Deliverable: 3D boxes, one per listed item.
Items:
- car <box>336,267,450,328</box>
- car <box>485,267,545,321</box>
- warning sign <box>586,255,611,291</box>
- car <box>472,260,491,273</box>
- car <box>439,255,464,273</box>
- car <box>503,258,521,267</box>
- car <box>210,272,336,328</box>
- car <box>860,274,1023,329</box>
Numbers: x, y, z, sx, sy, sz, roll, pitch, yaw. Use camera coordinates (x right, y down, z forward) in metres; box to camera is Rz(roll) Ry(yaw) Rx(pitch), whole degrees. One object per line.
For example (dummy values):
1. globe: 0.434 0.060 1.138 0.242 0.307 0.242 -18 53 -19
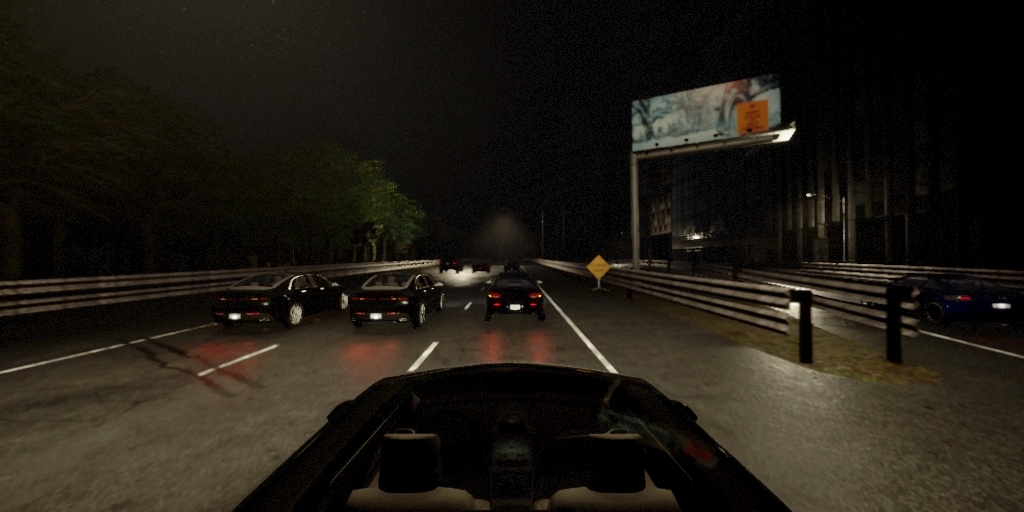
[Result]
1. car: -3.401 1.252 11.381 1.837 1.490 4.892 0 0 0
2. car: 0.084 1.273 12.401 1.812 1.442 4.674 0 0 0
3. warning sign: 4.547 0.857 18.743 1.300 1.860 1.060 0 0 0
4. car: -3.507 1.193 41.714 1.882 1.535 5.008 0 0 0
5. car: -7.006 0.937 41.743 2.150 2.045 5.566 0 0 0
6. car: -0.005 1.207 41.770 2.128 1.511 4.902 0 0 0
7. car: -6.900 1.252 11.344 1.837 1.490 4.892 0 0 0
8. car: 13.029 1.230 11.044 1.994 1.385 4.181 0 0 17
